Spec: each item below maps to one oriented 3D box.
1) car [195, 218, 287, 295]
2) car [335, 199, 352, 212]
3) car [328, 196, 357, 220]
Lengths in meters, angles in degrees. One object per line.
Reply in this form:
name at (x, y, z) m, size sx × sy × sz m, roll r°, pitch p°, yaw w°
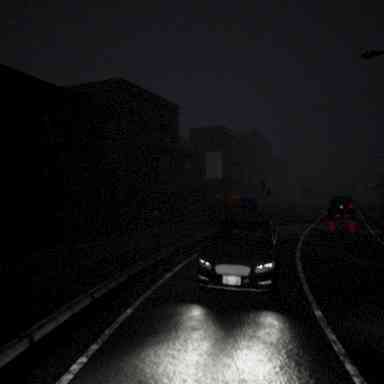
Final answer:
car at (1.468, 1.511, 9.022) m, size 2.128 × 1.511 × 4.902 m, roll 0°, pitch 0°, yaw 16°
car at (19.146, 1.711, 42.015) m, size 1.812 × 1.442 × 4.674 m, roll 0°, pitch 0°, yaw 25°
car at (13.725, 1.355, 30.352) m, size 2.150 × 2.045 × 5.566 m, roll 0°, pitch 0°, yaw 26°
